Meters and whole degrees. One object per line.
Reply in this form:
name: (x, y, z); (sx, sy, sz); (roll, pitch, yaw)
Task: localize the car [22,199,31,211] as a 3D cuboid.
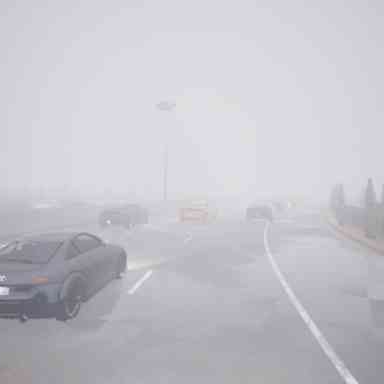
car: (-12.607, 1.392, 30.106); (1.812, 1.442, 4.674); (0, 0, 18)

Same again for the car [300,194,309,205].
car: (18.301, 1.361, 56.908); (1.837, 1.490, 4.892); (0, 0, 26)

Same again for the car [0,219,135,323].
car: (-2.859, 1.532, 7.275); (1.994, 1.385, 4.181); (0, 0, 5)

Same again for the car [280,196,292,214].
car: (8.519, 1.386, 33.731); (1.882, 1.535, 5.008); (0, 0, 24)

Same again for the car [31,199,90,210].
car: (-9.997, 1.376, 26.623); (2.128, 1.511, 4.902); (0, 0, 16)

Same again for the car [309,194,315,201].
car: (24.880, 1.192, 70.596); (1.837, 1.490, 4.892); (0, 0, 26)

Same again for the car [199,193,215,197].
car: (3.921, 1.361, 67.030); (2.033, 1.411, 5.357); (0, 0, 26)

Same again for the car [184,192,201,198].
car: (0.301, 0.994, 67.574); (2.150, 2.045, 5.566); (0, 0, 26)

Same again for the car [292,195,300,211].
car: (10.920, 1.249, 38.794); (2.097, 1.767, 4.553); (0, 0, 26)

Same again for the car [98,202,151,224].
car: (-4.091, 1.424, 20.948); (1.837, 1.490, 4.892); (0, 0, 13)

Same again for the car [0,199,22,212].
car: (-16.351, 1.350, 29.755); (2.128, 1.511, 4.902); (0, 0, 17)

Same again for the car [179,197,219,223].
car: (0.553, 1.396, 24.676); (1.882, 1.535, 5.008); (0, 0, 17)

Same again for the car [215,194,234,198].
car: (6.891, 1.156, 65.150); (2.097, 1.767, 4.553); (0, 0, 26)

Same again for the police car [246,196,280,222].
police car: (5.418, 1.353, 25.768); (1.930, 1.638, 5.238); (0, 0, 18)
